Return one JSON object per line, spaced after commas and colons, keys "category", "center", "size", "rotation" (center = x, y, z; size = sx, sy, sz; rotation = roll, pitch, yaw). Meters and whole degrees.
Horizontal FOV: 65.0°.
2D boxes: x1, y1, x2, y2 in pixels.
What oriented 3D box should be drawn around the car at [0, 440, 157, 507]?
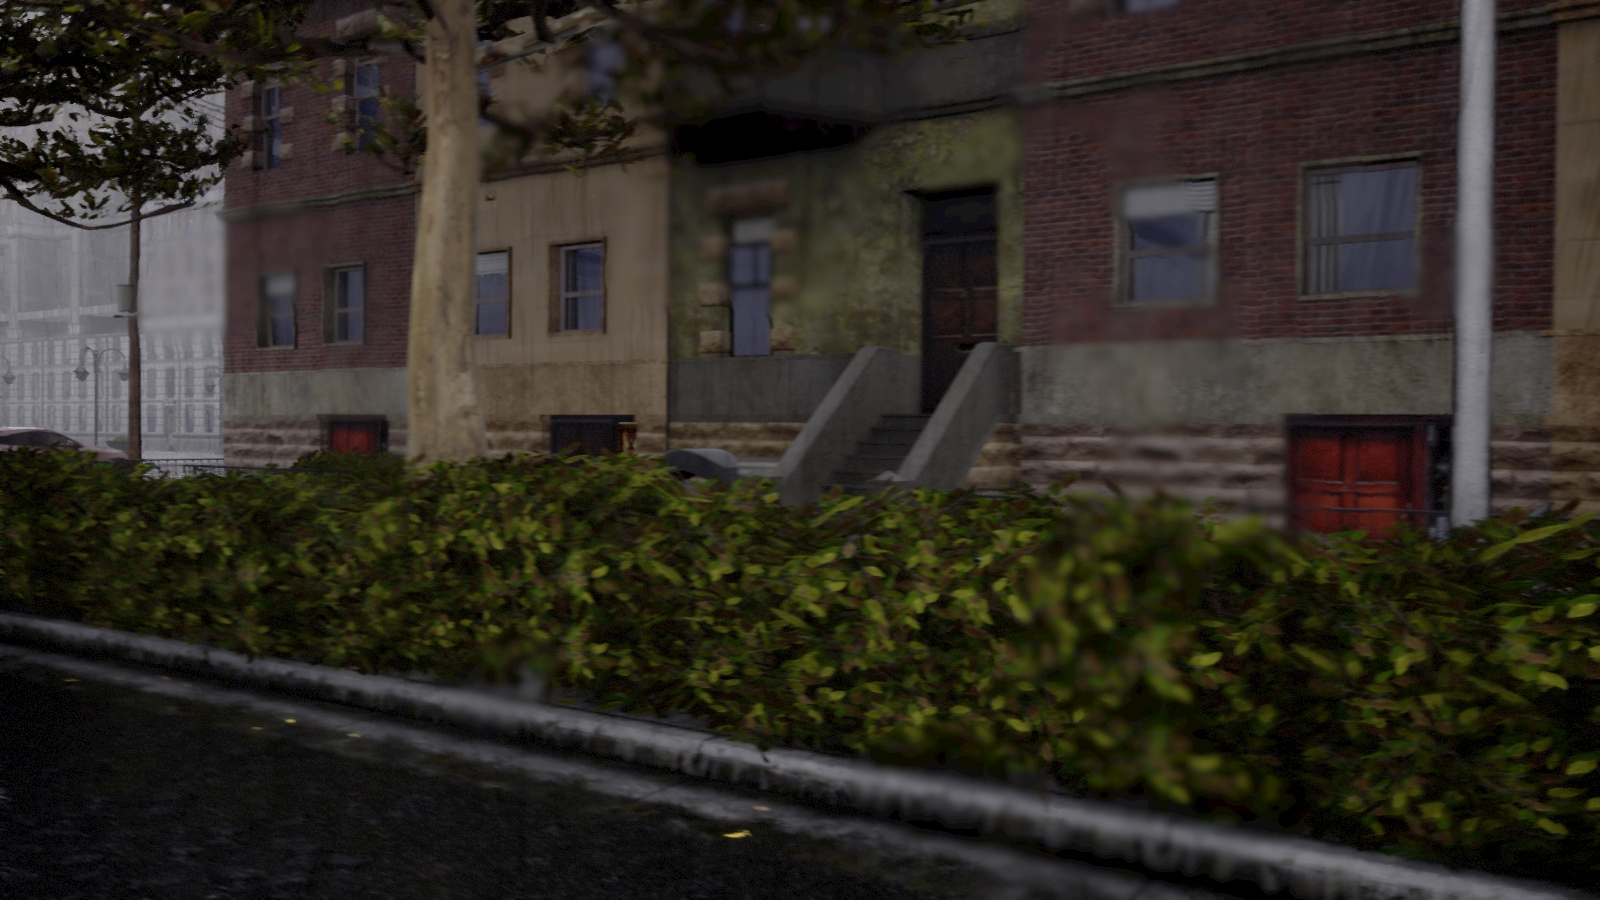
{"category": "car", "center": [-17.821, 0.518, 29.353], "size": [1.812, 1.442, 4.674], "rotation": [0, 1, 34]}
